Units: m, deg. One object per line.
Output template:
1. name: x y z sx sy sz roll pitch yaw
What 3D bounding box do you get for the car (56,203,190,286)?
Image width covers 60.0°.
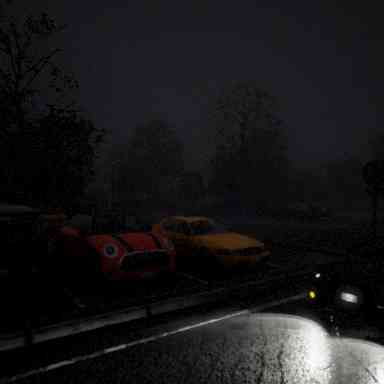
1. car: -2.333 1.356 9.663 2.185 1.767 4.553 1 0 -36

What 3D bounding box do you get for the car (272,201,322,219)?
1. car: 10.292 1.918 33.803 2.002 1.452 4.674 2 -1 -36

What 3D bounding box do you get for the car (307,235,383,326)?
1. car: 4.243 1.596 6.705 4.181 1.385 1.994 1 0 -35

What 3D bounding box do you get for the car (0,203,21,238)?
1. car: -11.128 1.472 18.637 1.946 1.575 5.366 0 0 -36

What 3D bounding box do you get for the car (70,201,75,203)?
1. car: -8.969 1.485 20.192 1.946 1.575 5.366 1 0 -36

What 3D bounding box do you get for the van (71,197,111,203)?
1. van: -6.524 1.283 21.582 1.878 1.987 4.442 1 0 -36

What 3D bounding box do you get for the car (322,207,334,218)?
1. car: 12.841 1.829 35.695 2.185 1.767 4.553 2 -1 -35

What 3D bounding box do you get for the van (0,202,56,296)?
1. van: -4.847 1.245 7.957 1.878 1.987 4.442 0 0 -36

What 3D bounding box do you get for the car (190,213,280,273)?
1. car: 0.160 1.500 11.193 1.946 1.575 5.366 1 0 -36
